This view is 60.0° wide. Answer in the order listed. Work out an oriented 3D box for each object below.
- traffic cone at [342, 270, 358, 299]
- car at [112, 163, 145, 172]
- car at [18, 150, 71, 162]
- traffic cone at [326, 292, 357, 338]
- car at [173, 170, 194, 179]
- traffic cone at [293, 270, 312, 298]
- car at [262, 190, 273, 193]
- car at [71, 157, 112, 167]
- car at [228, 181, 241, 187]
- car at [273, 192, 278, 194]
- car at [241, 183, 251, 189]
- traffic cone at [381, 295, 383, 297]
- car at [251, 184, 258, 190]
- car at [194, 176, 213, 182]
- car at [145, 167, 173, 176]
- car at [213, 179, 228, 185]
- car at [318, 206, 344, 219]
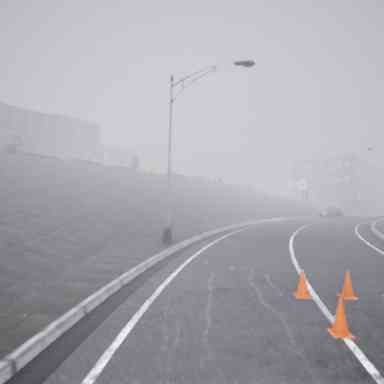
[{"bbox_3d":[3.464,2.047,7.408,0.340,0.580,0.340,1,0,1],"label":"traffic cone"},{"bbox_3d":[-9.185,-3.073,44.731,2.002,1.452,4.674,-2,-5,40],"label":"car"},{"bbox_3d":[-16.401,-3.761,36.368,2.231,1.521,4.892,-2,-4,41],"label":"car"},{"bbox_3d":[2.422,2.021,5.431,0.340,0.580,0.340,1,0,1],"label":"traffic cone"},{"bbox_3d":[-2.316,-2.552,53.401,2.185,1.767,4.553,-1,-4,38],"label":"car"},{"bbox_3d":[2.466,2.032,7.430,0.340,0.580,0.340,1,0,1],"label":"traffic cone"},{"bbox_3d":[18.762,0.306,86.001,2.002,1.452,4.674,-1,-5,29],"label":"car"},{"bbox_3d":[-12.762,-3.448,40.506,2.231,1.521,4.892,-2,-4,41],"label":"car"},{"bbox_3d":[7.298,-1.374,66.965,2.231,1.521,4.892,-1,-4,34],"label":"car"},{"bbox_3d":[21.367,0.773,90.870,2.002,1.452,4.674,0,-5,28],"label":"car"},{"bbox_3d":[10.349,-1.121,71.699,2.185,1.767,4.553,-1,-4,33],"label":"car"},{"bbox_3d":[4.462,2.062,7.386,0.340,0.580,0.340,1,0,1],"label":"traffic cone"},{"bbox_3d":[13.299,-0.846,76.464,2.435,2.045,5.566,-1,-5,32],"label":"car"},{"bbox_3d":[1.076,-2.038,57.990,2.163,1.488,4.792,-1,-4,36],"label":"car"},{"bbox_3d":[-5.697,-2.770,49.036,2.097,1.535,5.008,-1,-4,39],"label":"car"},{"bbox_3d":[4.263,-1.680,62.483,2.002,1.452,4.674,-1,-4,35],"label":"car"},{"bbox_3d":[16.711,2.374,39.889,2.128,1.511,4.902,-2,-3,41],"label":"car"}]
